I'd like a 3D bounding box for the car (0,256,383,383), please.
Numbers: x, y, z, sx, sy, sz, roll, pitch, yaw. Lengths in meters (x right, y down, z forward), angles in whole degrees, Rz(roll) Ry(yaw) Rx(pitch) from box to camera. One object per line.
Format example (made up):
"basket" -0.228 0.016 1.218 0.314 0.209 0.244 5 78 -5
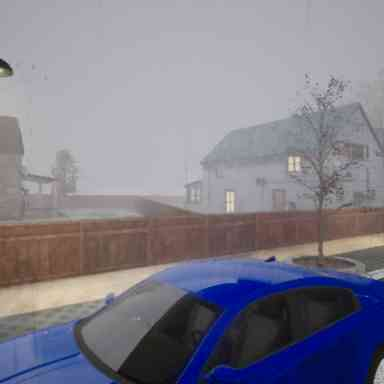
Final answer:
"car" 0.223 1.489 3.229 5.008 1.535 1.882 0 0 -36
